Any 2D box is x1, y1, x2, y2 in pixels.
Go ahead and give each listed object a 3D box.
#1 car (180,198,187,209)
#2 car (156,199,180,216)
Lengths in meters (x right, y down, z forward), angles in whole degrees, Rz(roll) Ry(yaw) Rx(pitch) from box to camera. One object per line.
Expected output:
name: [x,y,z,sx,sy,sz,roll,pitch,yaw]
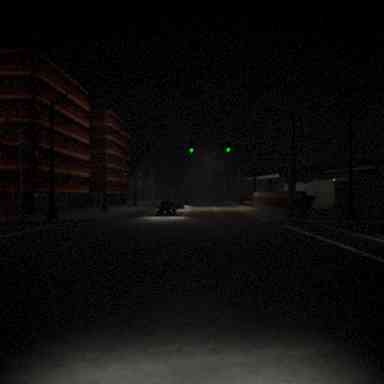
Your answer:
car: [-2.279,1.929,50.974,1.994,1.385,4.181,0,0,2]
car: [-2.670,1.761,35.797,1.837,1.490,4.892,0,1,1]
